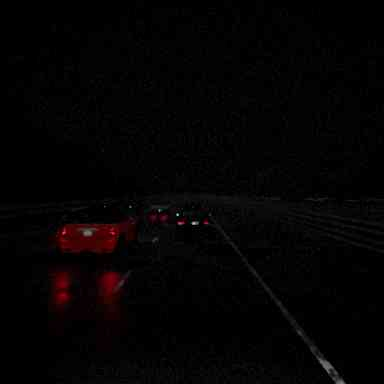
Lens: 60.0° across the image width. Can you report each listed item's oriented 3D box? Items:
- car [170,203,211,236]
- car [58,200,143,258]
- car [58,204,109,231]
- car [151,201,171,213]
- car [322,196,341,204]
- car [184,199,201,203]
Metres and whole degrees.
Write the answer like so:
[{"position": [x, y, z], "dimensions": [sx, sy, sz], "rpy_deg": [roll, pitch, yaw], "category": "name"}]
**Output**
[{"position": [0.098, 1.571, 18.657], "dimensions": [2.033, 1.411, 5.357], "rpy_deg": [0, 0, 0], "category": "car"}, {"position": [-3.403, 1.367, 12.939], "dimensions": [2.097, 1.767, 4.553], "rpy_deg": [0, 0, 0], "category": "car"}, {"position": [-6.904, 1.554, 21.656], "dimensions": [1.812, 1.442, 4.674], "rpy_deg": [0, 0, 0], "category": "car"}, {"position": [-3.405, 1.661, 37.256], "dimensions": [1.895, 1.301, 4.718], "rpy_deg": [0, 0, 0], "category": "car"}, {"position": [32.242, 1.829, 76.926], "dimensions": [2.033, 1.649, 4.856], "rpy_deg": [0, 0, -30], "category": "car"}, {"position": [0.096, 1.545, 40.316], "dimensions": [1.882, 1.535, 5.008], "rpy_deg": [0, 0, 0], "category": "car"}]
